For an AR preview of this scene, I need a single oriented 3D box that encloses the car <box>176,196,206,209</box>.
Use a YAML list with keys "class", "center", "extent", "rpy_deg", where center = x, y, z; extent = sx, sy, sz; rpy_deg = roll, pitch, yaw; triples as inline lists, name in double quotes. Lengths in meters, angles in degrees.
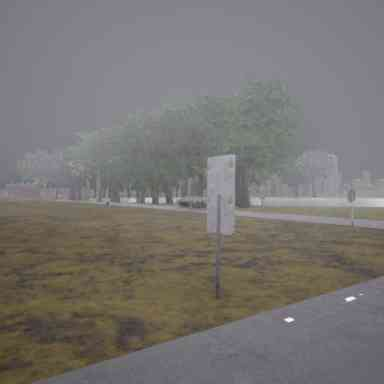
- class: "car"
  center: [-0.224, 1.259, 43.748]
  extent: [2.097, 1.767, 4.553]
  rpy_deg: [1, -1, -35]
